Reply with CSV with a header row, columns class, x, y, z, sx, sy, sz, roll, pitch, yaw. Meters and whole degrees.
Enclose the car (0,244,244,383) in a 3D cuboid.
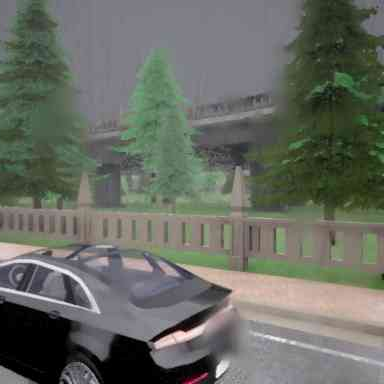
class,x,y,z,sx,sy,sz,roll,pitch,yaw
car,-1.724,1.493,4.588,4.902,1.511,2.128,0,0,32
